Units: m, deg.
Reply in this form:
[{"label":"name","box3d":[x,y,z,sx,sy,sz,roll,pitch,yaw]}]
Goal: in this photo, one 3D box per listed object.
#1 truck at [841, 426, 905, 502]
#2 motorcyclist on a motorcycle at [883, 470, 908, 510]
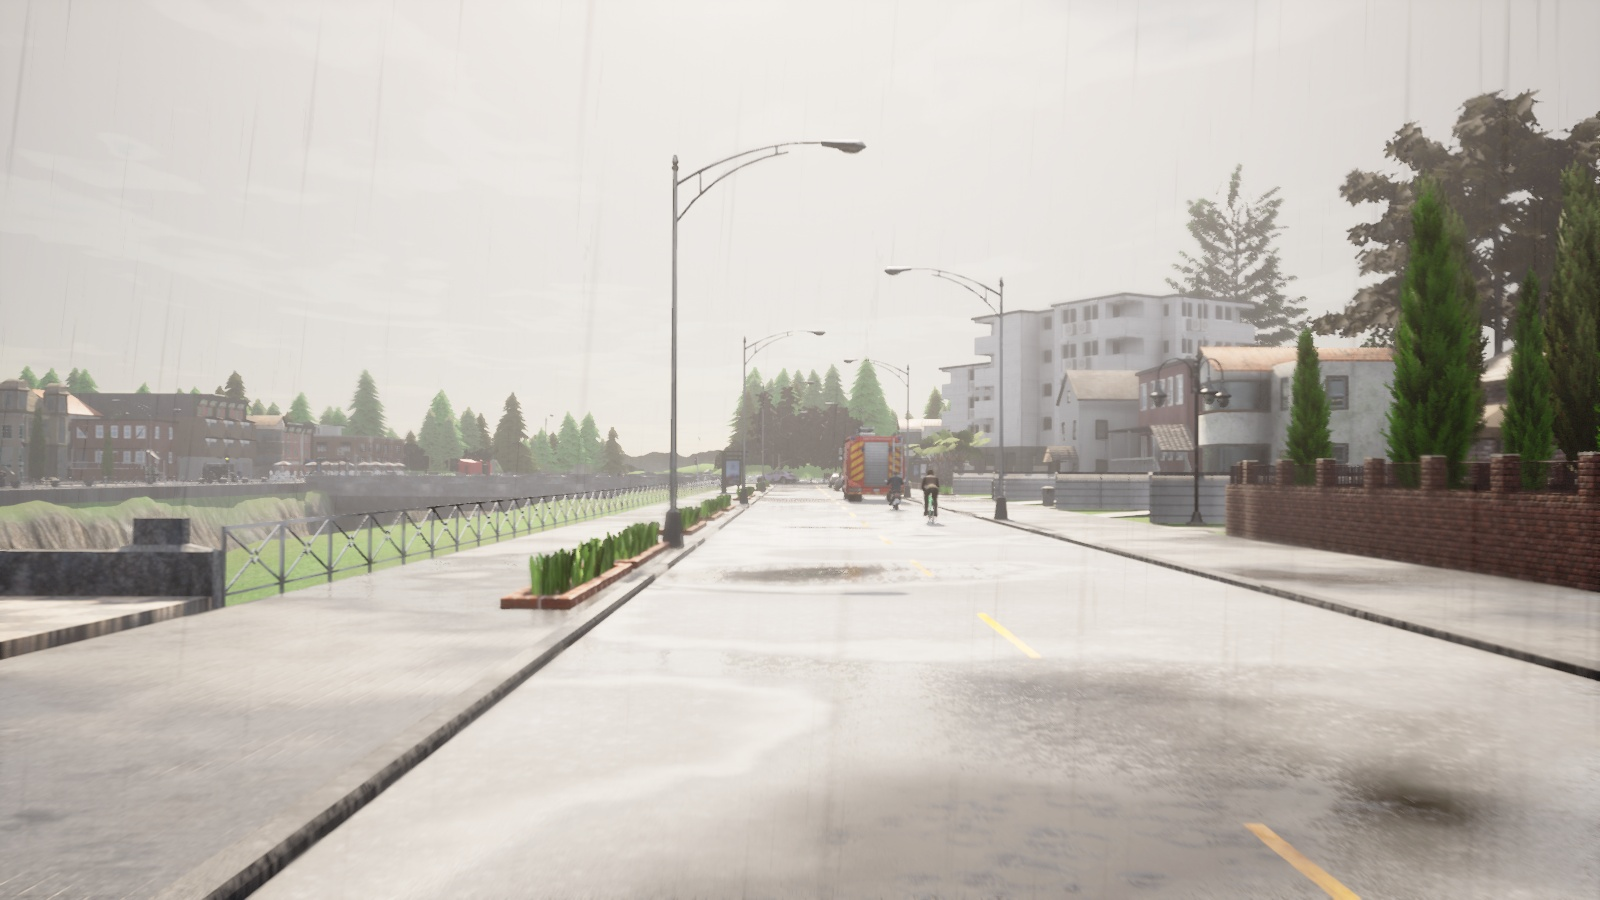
[{"label":"truck","box3d":[3.837,0.768,67.715,2.891,3.827,8.468,0,-1,0]},{"label":"motorcyclist on a motorcycle","box3d":[3.880,1.609,51.130,0.866,1.590,1.817,0,-1,0]}]
